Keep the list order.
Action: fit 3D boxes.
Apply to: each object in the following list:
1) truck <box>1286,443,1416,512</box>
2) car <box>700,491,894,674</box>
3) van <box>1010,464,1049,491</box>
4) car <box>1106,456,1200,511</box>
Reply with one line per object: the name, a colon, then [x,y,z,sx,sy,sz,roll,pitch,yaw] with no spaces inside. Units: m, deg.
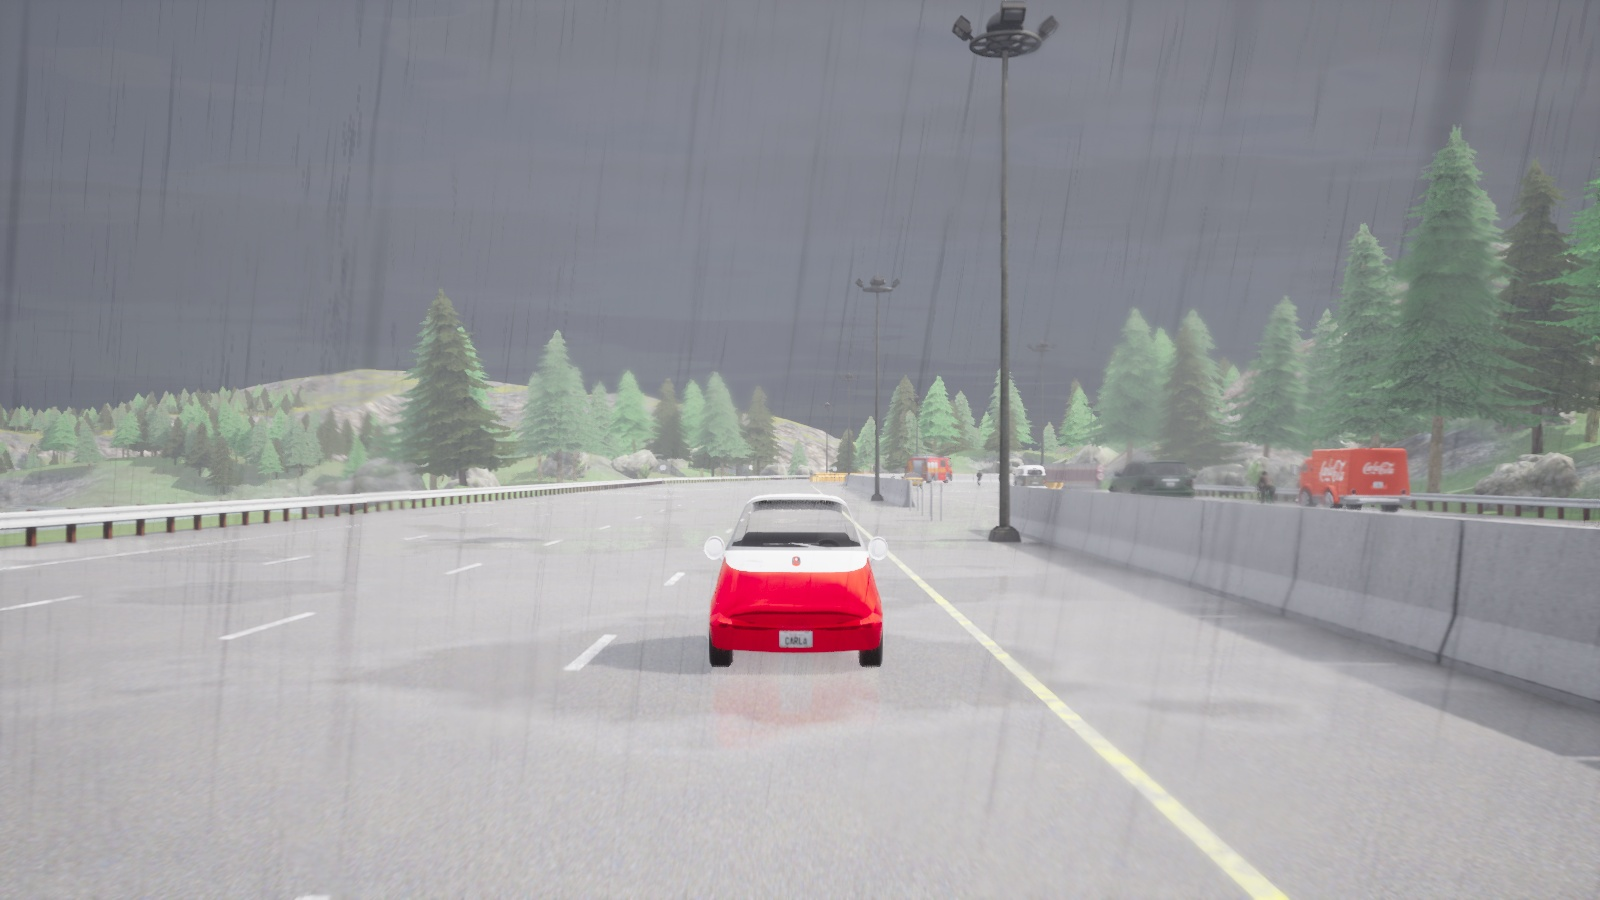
truck: [20.885,1.042,47.935,2.627,2.467,5.204,0,-1,0]
car: [-0.024,1.049,10.724,1.481,1.376,2.207,0,-1,0]
van: [17.251,2.051,94.431,2.069,2.038,4.480,0,-1,0]
car: [13.882,1.310,49.747,2.150,2.045,5.566,0,-1,0]
